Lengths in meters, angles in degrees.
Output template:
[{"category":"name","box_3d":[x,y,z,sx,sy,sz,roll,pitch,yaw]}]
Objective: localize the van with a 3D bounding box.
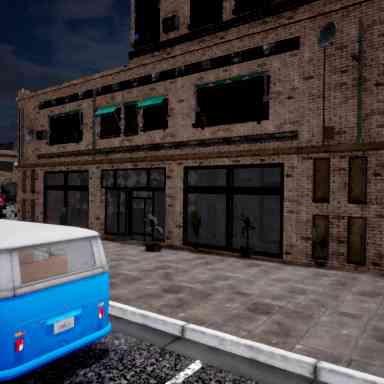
[{"category":"van","box_3d":[-3.021,1.340,5.016,3.998,1.788,1.690,0,1,36]}]

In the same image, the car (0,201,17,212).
[{"category":"car","box_3d":[-16.147,1.793,31.289,1.947,1.339,4.313,0,0,36]}]

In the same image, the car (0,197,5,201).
[{"category":"car","box_3d":[-22.898,1.411,36.248,2.192,1.841,5.009,0,0,36]}]
